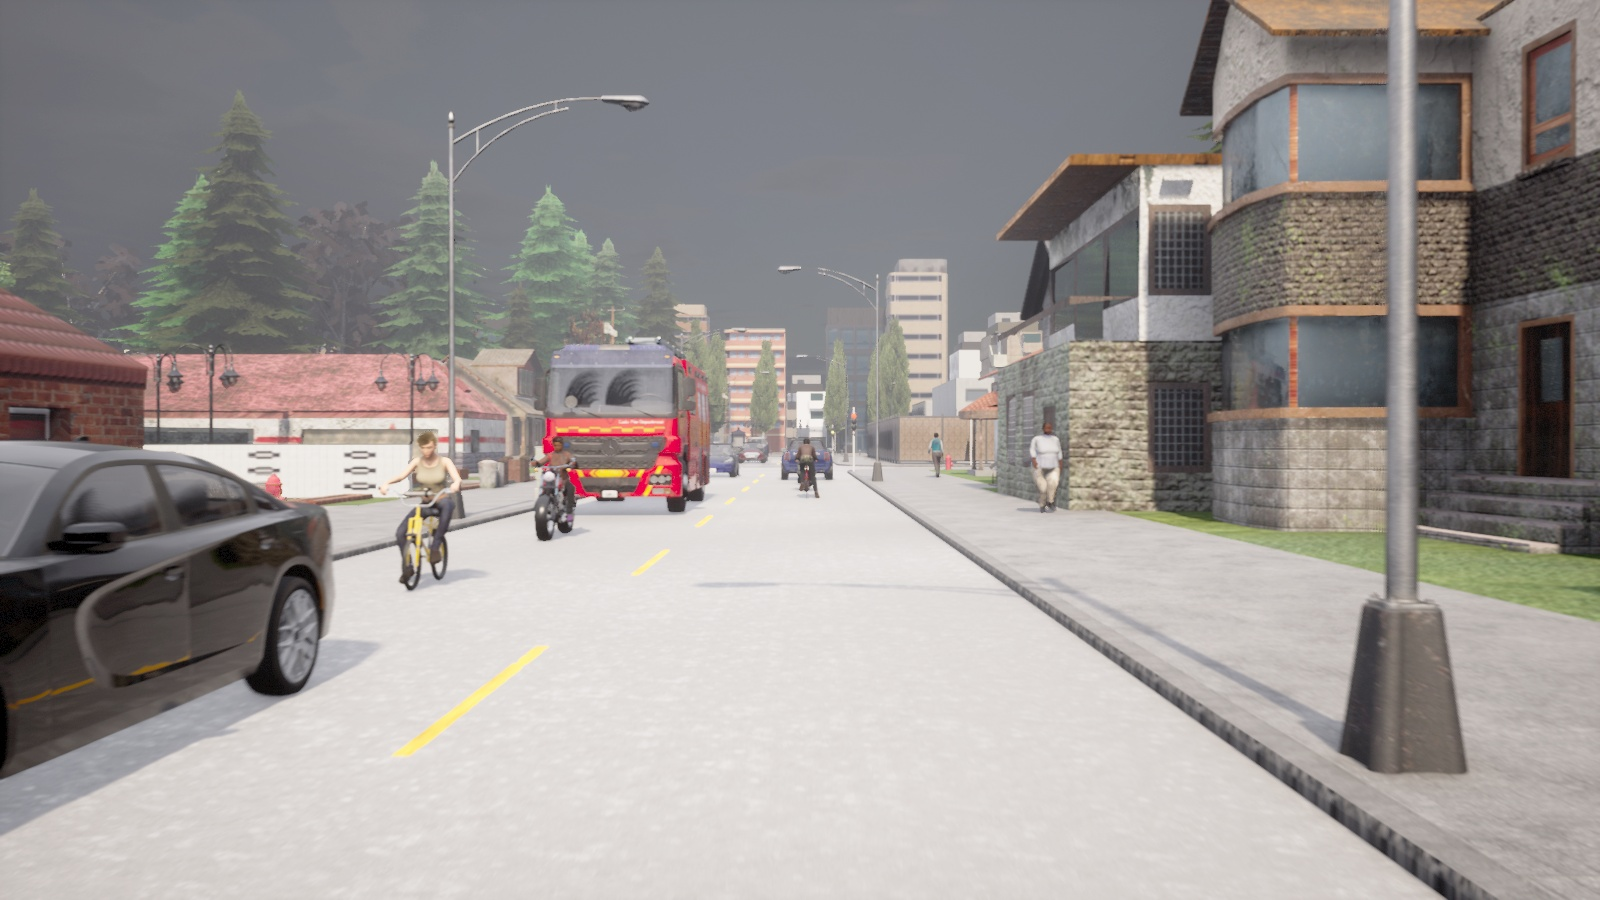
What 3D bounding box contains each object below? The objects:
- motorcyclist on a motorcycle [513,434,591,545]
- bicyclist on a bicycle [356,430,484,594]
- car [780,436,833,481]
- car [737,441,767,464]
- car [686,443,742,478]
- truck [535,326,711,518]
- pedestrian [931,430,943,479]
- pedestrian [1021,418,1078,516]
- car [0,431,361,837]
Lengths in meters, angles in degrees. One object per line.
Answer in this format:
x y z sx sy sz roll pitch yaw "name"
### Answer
-3.889 0.582 19.905 0.766 1.649 2.350 0 0 0 "motorcyclist on a motorcycle"
-3.919 0.606 13.068 0.866 1.612 1.509 0 0 0 "bicyclist on a bicycle"
0.266 0.313 51.906 2.097 1.767 4.553 0 0 0 "car"
-3.559 0.145 93.786 2.033 1.649 4.856 0 0 0 "car"
-3.734 0.431 55.330 2.163 1.488 4.792 0 0 0 "car"
-3.845 -0.587 29.373 2.891 3.827 8.468 0 0 0 "truck"
5.467 0.178 50.094 0.396 1.930 0.692 0 0 0 "pedestrian"
4.843 0.322 24.436 0.874 1.855 0.900 0 0 -5 "pedestrian"
-3.940 0.687 5.961 1.882 1.535 5.008 0 0 1 "car"
